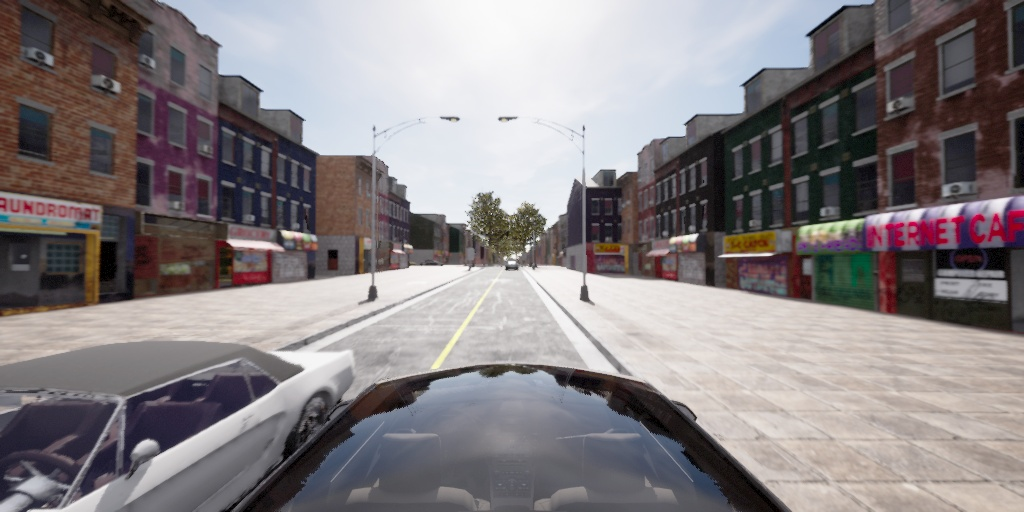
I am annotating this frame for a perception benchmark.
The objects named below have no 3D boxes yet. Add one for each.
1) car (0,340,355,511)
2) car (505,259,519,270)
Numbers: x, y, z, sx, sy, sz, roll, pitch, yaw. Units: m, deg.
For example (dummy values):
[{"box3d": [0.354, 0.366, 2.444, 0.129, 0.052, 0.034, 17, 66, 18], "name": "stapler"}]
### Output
[{"box3d": [-2.835, 1.351, 2.116, 1.895, 1.301, 4.718, 0, 0, 0], "name": "car"}, {"box3d": [-0.019, 1.425, 53.822, 1.994, 1.385, 4.181, 0, 0, 0], "name": "car"}]
